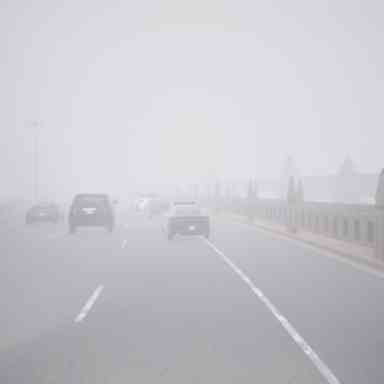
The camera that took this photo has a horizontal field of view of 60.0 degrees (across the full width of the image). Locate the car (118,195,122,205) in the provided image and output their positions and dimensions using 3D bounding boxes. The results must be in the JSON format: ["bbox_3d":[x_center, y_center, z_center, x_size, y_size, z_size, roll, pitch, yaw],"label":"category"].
[{"bbox_3d":[-11.515,1.158,49.598,1.812,1.442,4.674,0,0,-20],"label":"car"}]

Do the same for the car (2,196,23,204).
[{"bbox_3d":[-26.997,1.241,50.542,1.994,1.385,4.181,0,0,-20],"label":"car"}]

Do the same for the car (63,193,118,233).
[{"bbox_3d":[-5.490,1.078,18.732,2.150,2.045,5.566,0,0,-11],"label":"car"}]

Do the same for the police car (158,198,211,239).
[{"bbox_3d":[-0.428,1.291,16.644,1.930,1.638,5.238,0,0,-10],"label":"police car"}]

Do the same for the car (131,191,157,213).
[{"bbox_3d":[-4.761,0.959,33.611,2.150,2.045,5.566,0,1,-19],"label":"car"}]

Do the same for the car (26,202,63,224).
[{"bbox_3d":[-10.128,1.396,23.179,1.994,1.385,4.181,0,0,-14],"label":"car"}]

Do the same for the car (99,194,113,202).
[{"bbox_3d":[-16.234,1.097,62.321,2.033,1.411,5.357,0,0,-20],"label":"car"}]

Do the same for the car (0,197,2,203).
[{"bbox_3d":[-31.646,1.273,53.143,1.895,1.301,4.718,0,0,-19],"label":"car"}]

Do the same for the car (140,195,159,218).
[{"bbox_3d":[-2.794,1.288,27.278,1.837,1.490,4.892,0,0,-15],"label":"car"}]
